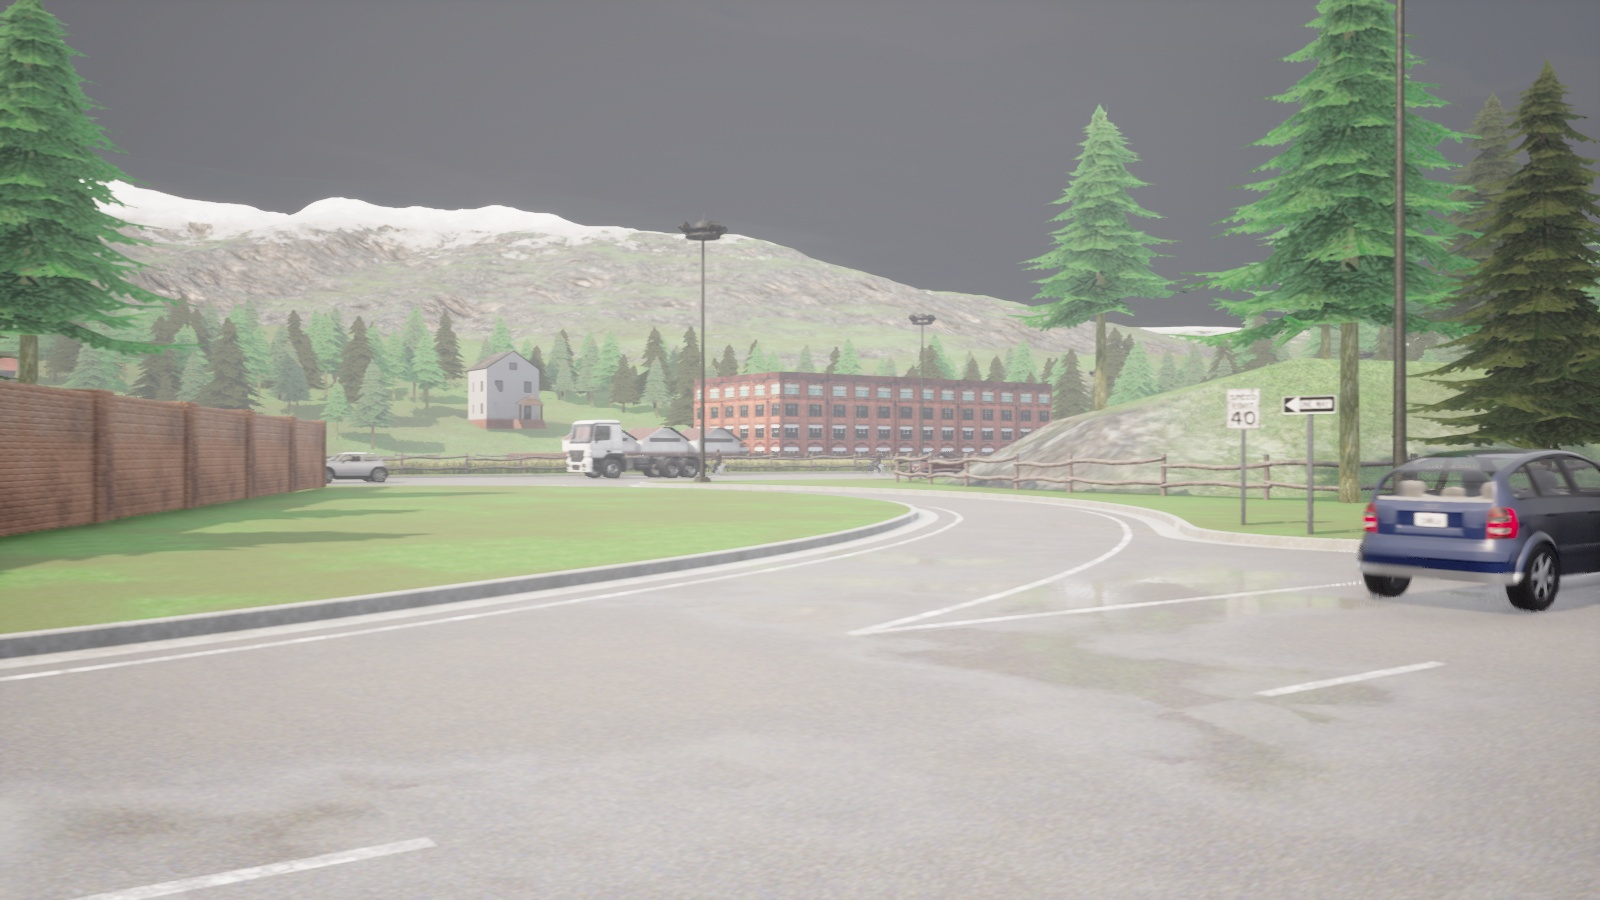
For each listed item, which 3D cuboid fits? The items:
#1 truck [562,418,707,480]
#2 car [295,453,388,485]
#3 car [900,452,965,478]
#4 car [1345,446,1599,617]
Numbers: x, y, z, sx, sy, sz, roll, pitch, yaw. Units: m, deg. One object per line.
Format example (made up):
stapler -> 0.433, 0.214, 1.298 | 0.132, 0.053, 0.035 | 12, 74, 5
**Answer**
truck -> -9.571, -0.037, 73.280 | 7.936, 3.462, 2.891 | 0, 0, -35
car -> -22.034, 0.905, 60.395 | 3.806, 1.475, 1.970 | 0, 0, -35
car -> 8.120, 0.895, 77.008 | 3.705, 1.549, 1.789 | 0, 0, -35
car -> 7.651, 0.742, 13.249 | 3.705, 1.549, 1.789 | 0, 0, -35
